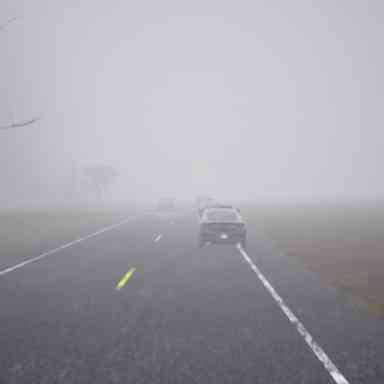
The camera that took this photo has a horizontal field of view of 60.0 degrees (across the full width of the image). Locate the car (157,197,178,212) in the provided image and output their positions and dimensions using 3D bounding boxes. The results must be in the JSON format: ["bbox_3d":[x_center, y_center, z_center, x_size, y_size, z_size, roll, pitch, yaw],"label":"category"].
[{"bbox_3d":[-2.701,1.325,37.215,1.882,1.535,5.008,0,0,3],"label":"car"}]

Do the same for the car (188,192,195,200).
[{"bbox_3d":[0.216,0.891,77.796,2.097,1.767,4.553,0,0,5],"label":"car"}]

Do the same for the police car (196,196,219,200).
[{"bbox_3d":[1.440,1.327,24.483,1.930,1.638,5.238,0,0,2],"label":"police car"}]

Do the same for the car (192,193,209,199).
[{"bbox_3d":[1.474,1.302,49.179,1.837,1.490,4.892,0,1,4],"label":"car"}]

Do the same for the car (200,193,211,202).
[{"bbox_3d":[2.696,1.079,66.446,2.097,1.767,4.553,0,0,5],"label":"car"}]

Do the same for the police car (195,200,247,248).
[{"bbox_3d":[1.193,1.367,14.520,1.930,1.638,5.238,0,0,1],"label":"police car"}]
